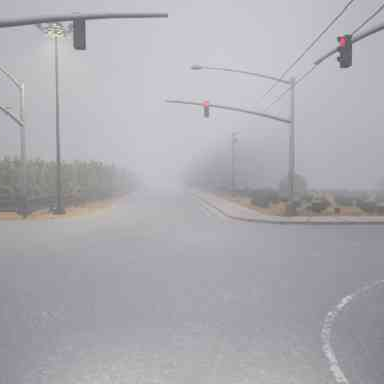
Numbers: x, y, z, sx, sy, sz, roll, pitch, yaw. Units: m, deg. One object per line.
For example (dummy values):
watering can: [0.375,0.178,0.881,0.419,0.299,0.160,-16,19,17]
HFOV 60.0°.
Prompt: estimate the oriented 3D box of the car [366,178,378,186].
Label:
car: [42.119,-2.293,77.605,1.905,1.878,3.866,10,10,41]
